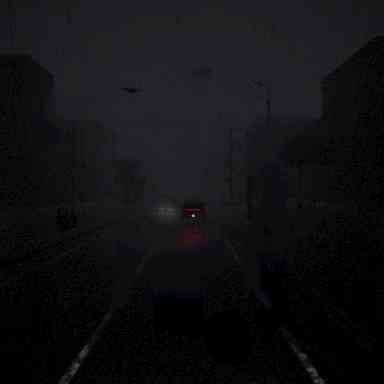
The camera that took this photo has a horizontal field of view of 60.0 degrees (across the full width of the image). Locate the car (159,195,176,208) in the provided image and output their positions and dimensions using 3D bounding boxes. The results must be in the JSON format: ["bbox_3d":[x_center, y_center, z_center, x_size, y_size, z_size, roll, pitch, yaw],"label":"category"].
[{"bbox_3d":[-3.097,1.209,42.632,2.128,1.511,4.902,0,0,0],"label":"car"}]

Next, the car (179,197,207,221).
[{"bbox_3d":[0.093,1.365,25.348,1.837,1.490,4.892,0,1,0],"label":"car"}]
